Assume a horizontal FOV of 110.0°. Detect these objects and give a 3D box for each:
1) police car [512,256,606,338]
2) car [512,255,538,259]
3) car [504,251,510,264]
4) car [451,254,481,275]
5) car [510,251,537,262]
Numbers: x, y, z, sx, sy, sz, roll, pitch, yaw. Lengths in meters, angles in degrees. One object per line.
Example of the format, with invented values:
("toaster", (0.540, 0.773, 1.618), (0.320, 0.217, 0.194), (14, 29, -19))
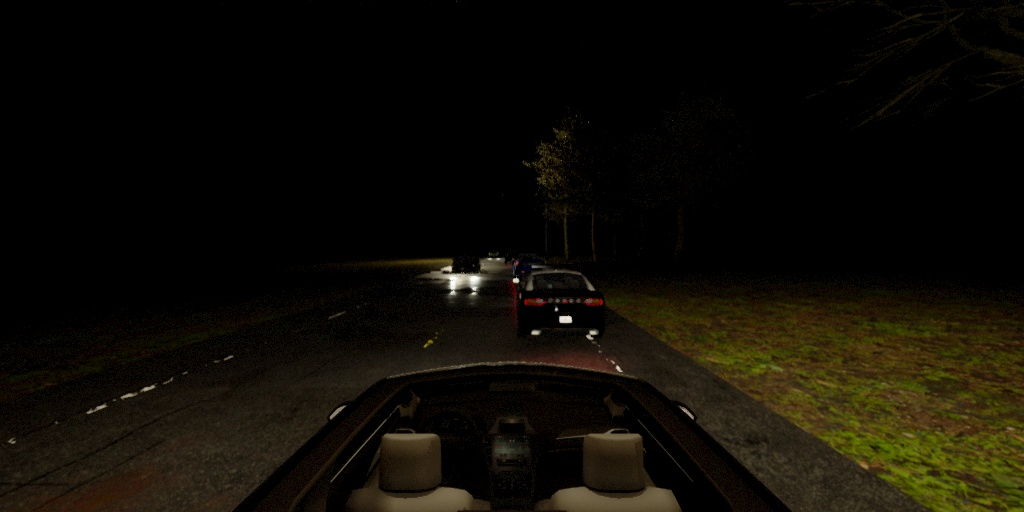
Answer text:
("police car", (1.054, 0.981, 9.622), (1.930, 1.638, 5.238), (0, 1, 0))
("car", (1.057, 0.850, 19.513), (1.812, 1.442, 4.674), (0, 1, 0))
("car", (0.041, 0.223, 46.792), (1.837, 1.490, 4.892), (0, 1, 0))
("car", (-3.583, 0.600, 28.565), (1.882, 1.535, 5.008), (0, 1, 0))
("car", (1.059, 0.542, 25.478), (2.097, 1.767, 4.553), (0, 1, 0))
